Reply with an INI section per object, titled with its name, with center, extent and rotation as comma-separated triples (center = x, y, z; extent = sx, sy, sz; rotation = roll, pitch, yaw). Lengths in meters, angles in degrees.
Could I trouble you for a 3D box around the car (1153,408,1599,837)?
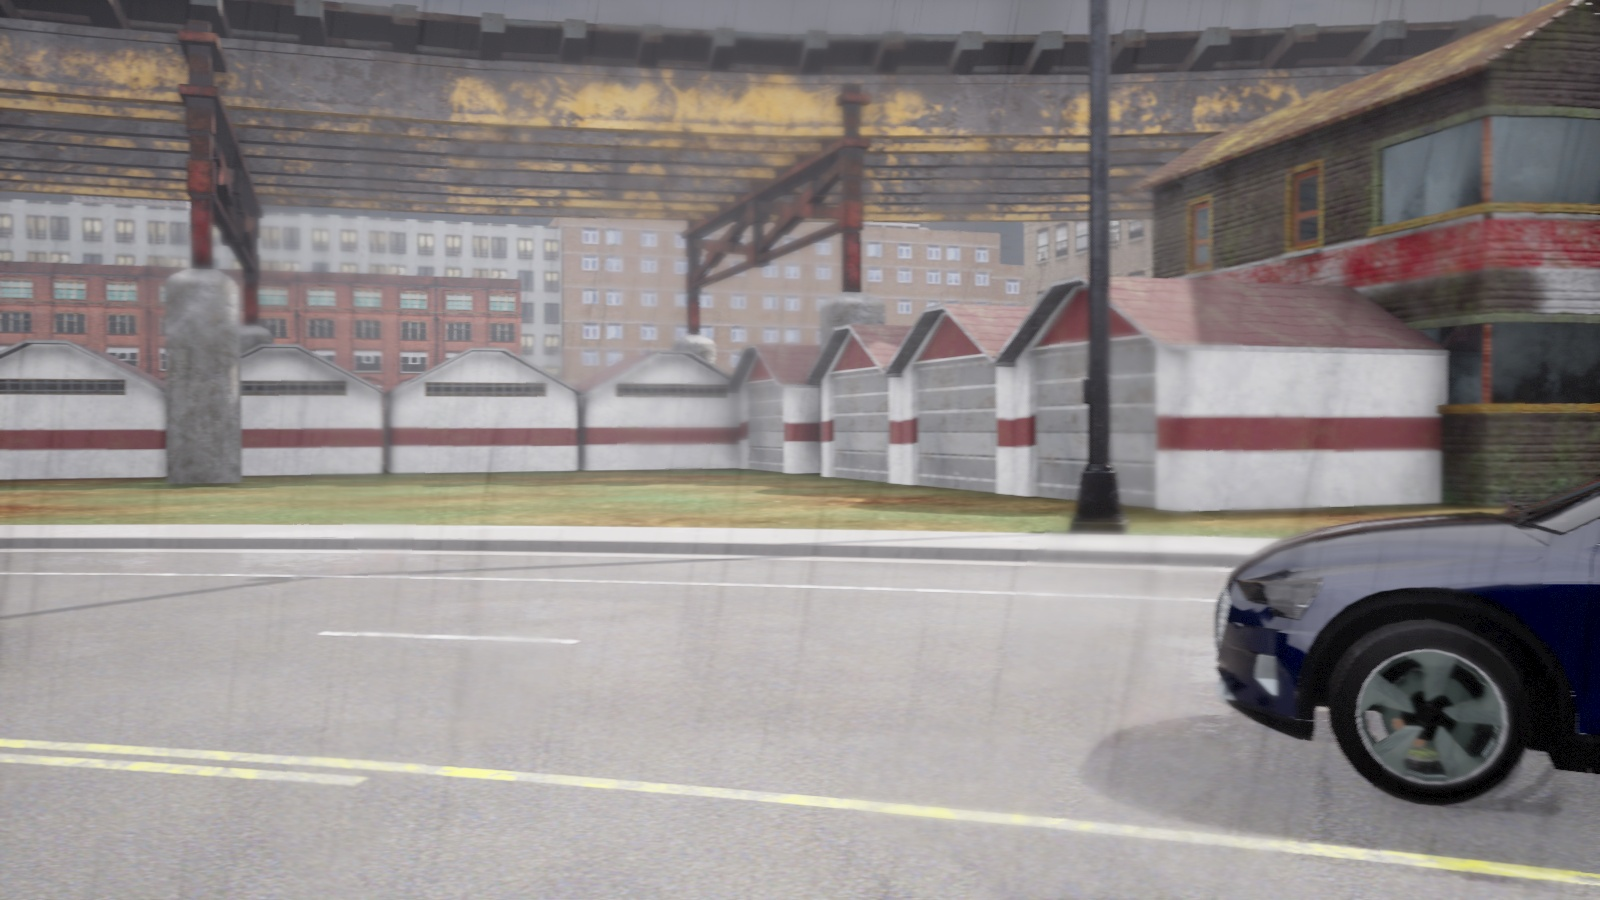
[car]
center = 4.192, 0.678, 5.450
extent = 4.856, 1.649, 2.033
rotation = 1, 0, 24
